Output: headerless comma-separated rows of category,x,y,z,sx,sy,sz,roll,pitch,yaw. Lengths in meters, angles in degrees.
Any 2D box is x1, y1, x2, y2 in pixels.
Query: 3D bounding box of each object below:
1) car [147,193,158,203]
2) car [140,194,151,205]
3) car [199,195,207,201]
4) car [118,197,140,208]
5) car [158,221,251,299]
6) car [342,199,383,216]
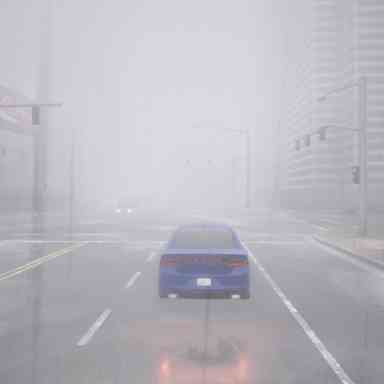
car,-8.330,1.221,67.585,2.150,2.045,5.566,0,0,2
car,-8.742,1.526,57.318,1.812,1.442,4.674,0,0,2
car,2.801,1.524,86.272,1.812,1.442,4.674,0,0,2
car,-9.094,1.506,46.849,1.837,1.490,4.892,0,0,2
car,0.313,1.478,8.497,1.882,1.535,5.008,0,0,2
car,17.242,1.505,32.398,4.892,1.490,1.837,0,0,2
